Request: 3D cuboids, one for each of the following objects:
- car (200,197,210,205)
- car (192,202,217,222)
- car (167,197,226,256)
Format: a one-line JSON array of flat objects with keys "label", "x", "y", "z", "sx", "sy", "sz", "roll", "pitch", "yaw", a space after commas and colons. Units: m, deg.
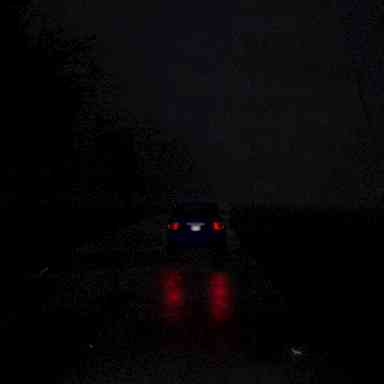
[{"label": "car", "x": 2.835, "y": 1.929, "z": 70.823, "sx": 1.837, "sy": 1.490, "sz": 4.892, "roll": 0, "pitch": 0, "yaw": 5}, {"label": "car", "x": 1.181, "y": 1.680, "z": 29.262, "sx": 1.882, "sy": 1.535, "sz": 5.008, "roll": 0, "pitch": 0, "yaw": 5}, {"label": "car", "x": 0.234, "y": 1.330, "z": 13.921, "sx": 2.150, "sy": 2.045, "sz": 5.566, "roll": 0, "pitch": 0, "yaw": 2}]
